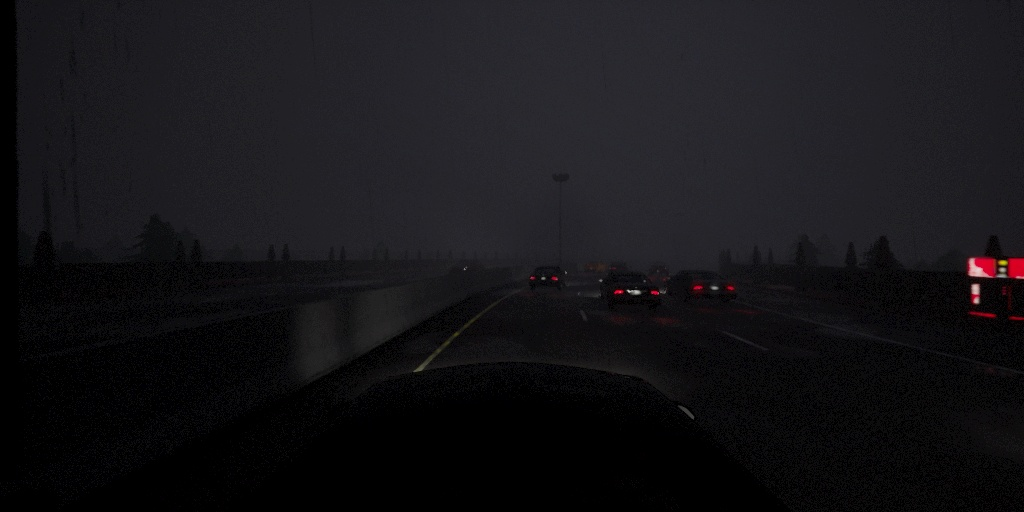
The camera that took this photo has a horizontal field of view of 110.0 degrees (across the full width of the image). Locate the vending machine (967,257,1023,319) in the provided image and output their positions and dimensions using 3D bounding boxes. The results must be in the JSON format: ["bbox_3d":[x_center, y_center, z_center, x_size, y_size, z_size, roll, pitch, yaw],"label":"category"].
[{"bbox_3d":[15.564,1.020,11.414,1.100,2.100,0.880,0,0,8],"label":"vending machine"}]

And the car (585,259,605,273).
[{"bbox_3d":[10.418,1.279,44.202,1.882,1.535,5.008,0,0,27],"label":"car"}]

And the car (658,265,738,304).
[{"bbox_3d":[8.647,1.345,16.911,2.033,1.411,5.357,0,0,11],"label":"car"}]

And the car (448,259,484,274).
[{"bbox_3d":[-4.483,1.103,35.514,2.097,1.767,4.553,0,0,20],"label":"car"}]

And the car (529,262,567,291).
[{"bbox_3d":[2.312,1.298,22.386,2.033,1.411,5.357,0,0,13],"label":"car"}]

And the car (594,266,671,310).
[{"bbox_3d":[4.769,1.327,15.007,2.033,1.411,5.357,0,0,9],"label":"car"}]

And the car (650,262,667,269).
[{"bbox_3d":[15.901,1.368,38.665,1.812,1.442,4.674,0,0,26],"label":"car"}]

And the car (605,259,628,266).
[{"bbox_3d":[10.742,1.323,35.699,1.837,1.490,4.892,0,0,23],"label":"car"}]
